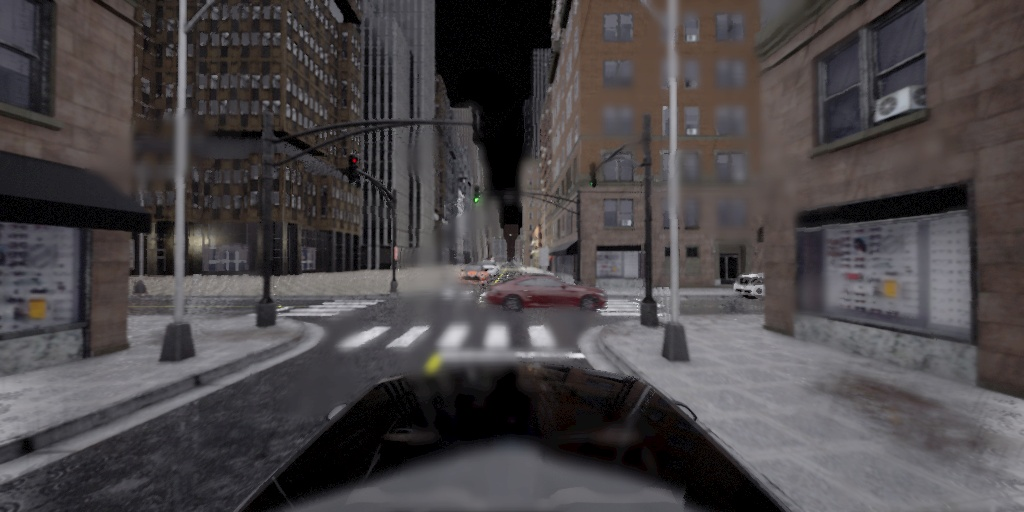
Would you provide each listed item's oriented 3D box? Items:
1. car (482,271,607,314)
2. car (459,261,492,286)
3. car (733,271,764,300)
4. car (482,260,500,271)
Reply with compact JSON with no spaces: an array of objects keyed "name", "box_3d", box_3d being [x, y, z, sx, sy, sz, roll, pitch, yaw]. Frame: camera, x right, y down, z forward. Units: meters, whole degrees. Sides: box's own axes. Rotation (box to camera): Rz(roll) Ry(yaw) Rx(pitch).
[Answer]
[{"name":"car","box_3d":[1.315,1.447,14.097,4.674,1.442,1.812,0,-1,0]},{"name":"car","box_3d":[-3.092,1.481,29.567,2.097,1.767,4.553,0,-1,0]},{"name":"car","box_3d":[13.839,1.181,17.286,5.566,2.045,2.150,0,-1,0]},{"name":"car","box_3d":[-3.082,1.563,45.604,2.150,2.045,5.566,0,0,0]}]
